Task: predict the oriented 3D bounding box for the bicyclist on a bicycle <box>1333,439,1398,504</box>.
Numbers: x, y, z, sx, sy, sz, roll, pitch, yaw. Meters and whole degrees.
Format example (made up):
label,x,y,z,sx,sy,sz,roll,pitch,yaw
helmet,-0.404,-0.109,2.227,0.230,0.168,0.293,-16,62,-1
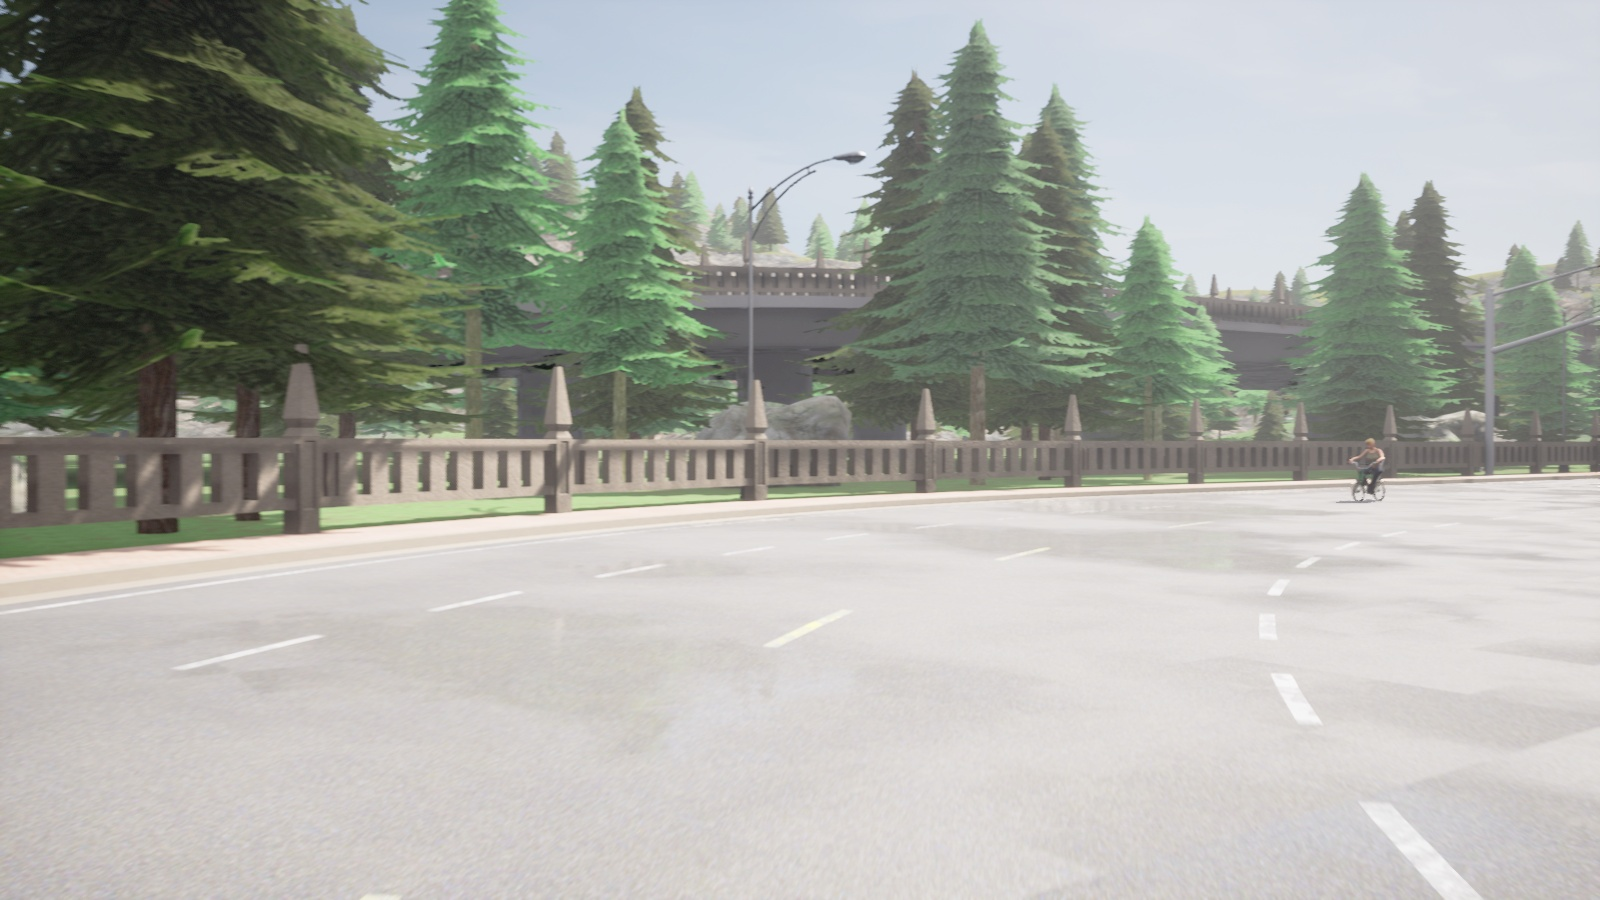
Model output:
label,x,y,z,sx,sy,sz,roll,pitch,yaw
bicyclist on a bicycle,14.272,0.530,31.690,1.509,1.612,0.866,0,0,-36
